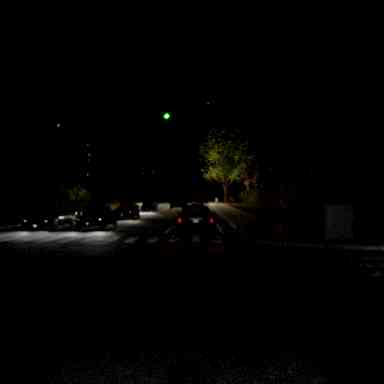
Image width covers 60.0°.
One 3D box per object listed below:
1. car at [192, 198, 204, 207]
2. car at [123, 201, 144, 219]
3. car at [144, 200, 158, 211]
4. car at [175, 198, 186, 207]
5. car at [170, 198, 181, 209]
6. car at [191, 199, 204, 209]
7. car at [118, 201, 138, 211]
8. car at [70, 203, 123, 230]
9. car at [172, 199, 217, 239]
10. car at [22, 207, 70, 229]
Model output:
[{"bbox_3d":[1.137,2.010,63.425,2.128,1.511,4.902,0,0,1],"label":"car"},{"bbox_3d":[-6.176,1.780,31.845,1.812,1.442,4.674,0,-1,2],"label":"car"},{"bbox_3d":[-5.820,1.876,46.054,2.128,1.511,4.902,0,0,2],"label":"car"},{"bbox_3d":[-2.113,2.006,63.500,1.882,1.535,5.008,0,0,1],"label":"car"},{"bbox_3d":[-2.344,1.794,53.438,2.097,1.767,4.553,0,-1,1],"label":"car"},{"bbox_3d":[0.898,1.934,53.009,1.837,1.490,4.892,0,-1,1],"label":"car"},{"bbox_3d":[-9.050,1.969,47.285,1.994,1.385,4.181,0,-1,2],"label":"car"},{"bbox_3d":[-6.386,1.695,22.788,1.812,1.442,4.674,0,-1,1],"label":"car"},{"bbox_3d":[0.222,1.461,18.309,2.097,1.767,4.553,0,-1,1],"label":"car"},{"bbox_3d":[-9.621,1.729,23.153,2.033,1.411,5.357,0,-1,1],"label":"car"}]
